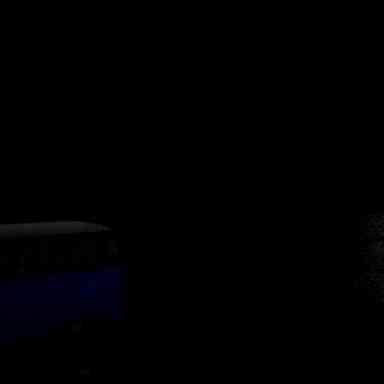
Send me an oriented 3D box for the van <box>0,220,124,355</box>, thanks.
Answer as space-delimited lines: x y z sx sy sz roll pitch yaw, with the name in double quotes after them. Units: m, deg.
-2.924 1.340 4.454 3.998 1.788 1.690 0 0 -35 "van"
